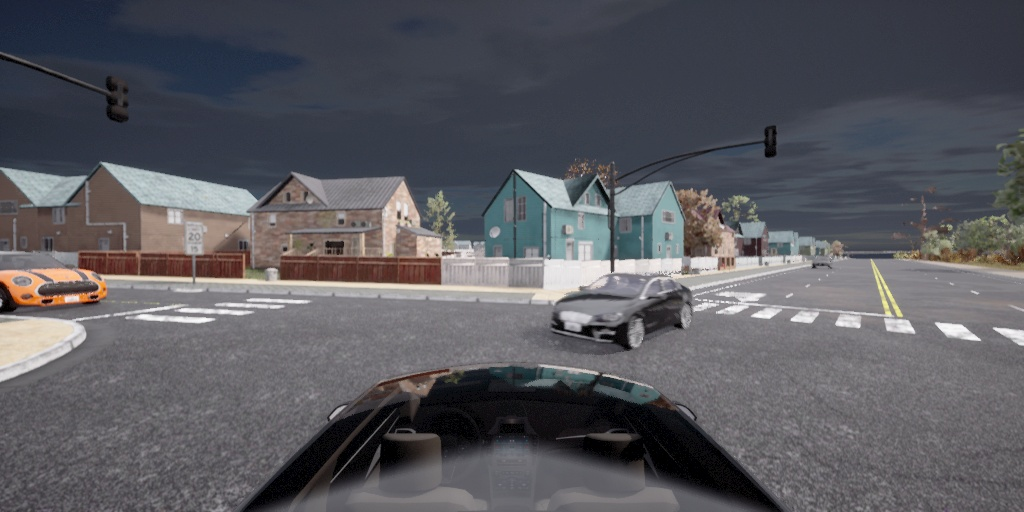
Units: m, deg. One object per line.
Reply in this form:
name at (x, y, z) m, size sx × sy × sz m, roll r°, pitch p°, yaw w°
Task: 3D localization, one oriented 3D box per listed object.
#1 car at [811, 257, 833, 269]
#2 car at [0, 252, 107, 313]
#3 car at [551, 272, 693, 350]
car at (40.319, 0.834, 46.595) m, size 1.837 × 1.490 × 4.892 m, roll 0°, pitch 1°, yaw 45°
car at (-15.322, 0.659, 11.057) m, size 4.553 × 1.767 × 2.097 m, roll 1°, pitch 1°, yaw 10°
car at (2.972, 1.181, 9.054) m, size 2.128 × 1.511 × 4.902 m, roll 2°, pitch 1°, yaw 45°
